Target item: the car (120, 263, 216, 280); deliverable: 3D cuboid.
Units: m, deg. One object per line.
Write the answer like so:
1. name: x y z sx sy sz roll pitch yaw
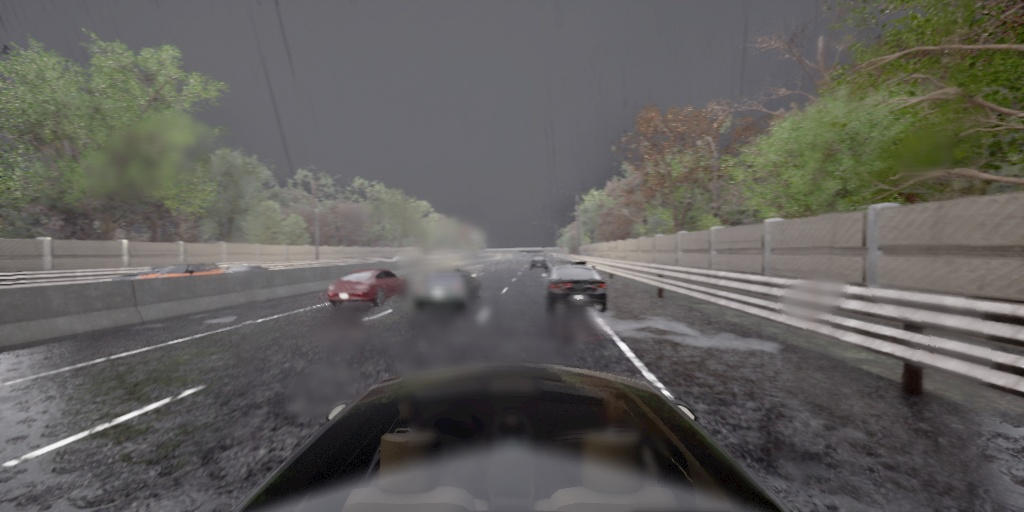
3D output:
1. car: -19.592 1.243 21.360 2.097 1.767 4.553 -1 1 4

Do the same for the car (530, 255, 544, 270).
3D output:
1. car: 2.981 0.705 39.925 1.882 1.535 5.008 -1 1 5

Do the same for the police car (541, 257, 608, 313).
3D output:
1. police car: 2.188 0.990 13.207 1.930 1.638 5.238 -1 1 4

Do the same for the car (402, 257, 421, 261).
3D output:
1. car: -16.536 0.902 61.996 2.033 1.411 5.357 -1 1 5

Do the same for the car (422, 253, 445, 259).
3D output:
1. car: -13.069 0.519 61.686 2.150 2.045 5.566 -1 1 5

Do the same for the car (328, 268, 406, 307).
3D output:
1. car: -5.817 1.224 15.052 1.812 1.442 4.674 -1 1 4

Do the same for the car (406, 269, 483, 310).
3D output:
1. car: -2.371 1.205 14.205 1.994 1.385 4.181 -1 1 4

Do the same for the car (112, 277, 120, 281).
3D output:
1. car: -22.944 1.423 23.426 2.128 1.511 4.902 -1 1 4

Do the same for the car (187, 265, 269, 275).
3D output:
1. car: -16.078 1.348 21.374 1.812 1.442 4.674 -1 1 4
